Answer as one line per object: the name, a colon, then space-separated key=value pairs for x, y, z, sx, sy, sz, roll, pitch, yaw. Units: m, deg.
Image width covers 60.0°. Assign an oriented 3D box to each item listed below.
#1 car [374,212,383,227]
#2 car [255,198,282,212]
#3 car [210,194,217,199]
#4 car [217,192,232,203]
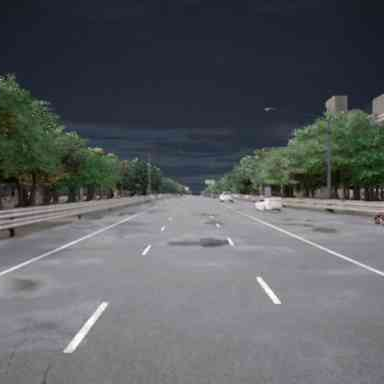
car: x=13.458 y=1.518 z=20.170 sx=1.812 sy=1.442 sz=4.674 roll=0 pitch=0 yaw=-19
car: x=8.615 y=1.457 z=37.749 sx=1.812 sy=1.442 sz=4.674 roll=0 pitch=0 yaw=-9
car: x=7.025 y=1.367 z=95.121 sx=1.812 sy=1.442 sz=4.674 roll=0 pitch=0 yaw=0
car: x=6.969 y=1.028 z=68.056 sx=2.150 sy=2.045 sz=5.566 roll=0 pitch=0 yaw=0
